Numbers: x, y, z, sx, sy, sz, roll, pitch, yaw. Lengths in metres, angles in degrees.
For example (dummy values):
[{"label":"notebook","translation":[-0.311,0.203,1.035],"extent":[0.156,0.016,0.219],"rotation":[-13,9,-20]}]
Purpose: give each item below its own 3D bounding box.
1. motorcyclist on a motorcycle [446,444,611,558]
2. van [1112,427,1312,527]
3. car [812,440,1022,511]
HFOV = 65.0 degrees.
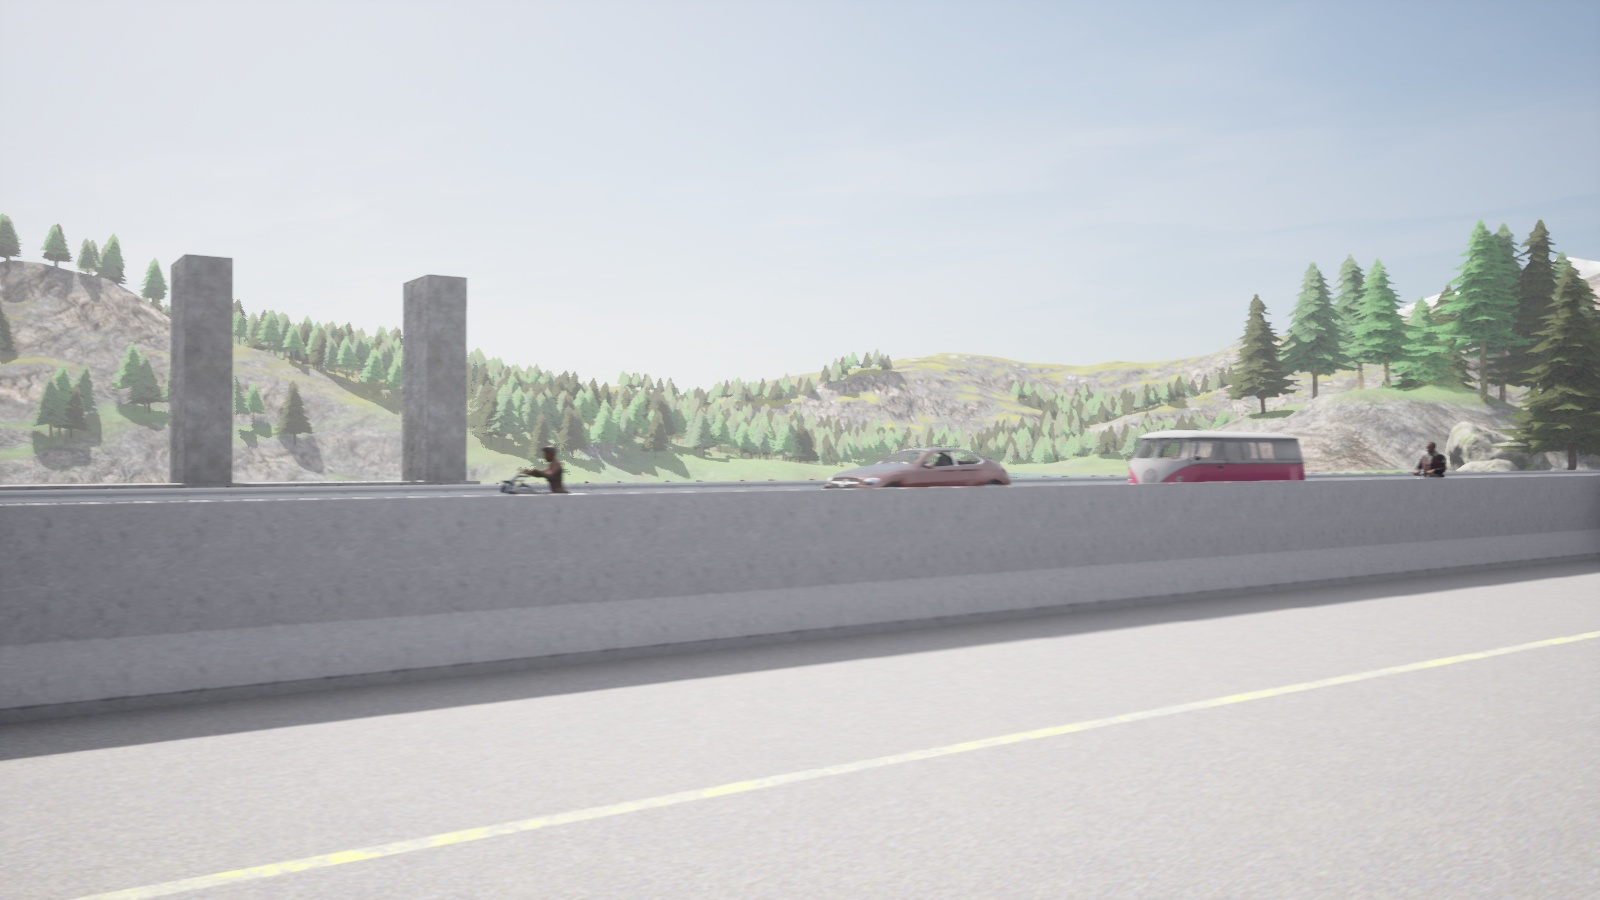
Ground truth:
[{"label":"motorcyclist on a motorcycle","translation":[-4.131,0.750,19.122],"extent":[2.350,1.649,0.766],"rotation":[0,0,-22]},{"label":"van","translation":[8.891,0.543,26.980],"extent":[4.442,1.987,1.775],"rotation":[0,0,-35]},{"label":"car","translation":[2.964,0.593,31.376],"extent":[5.027,1.651,2.152],"rotation":[0,0,-35]}]
